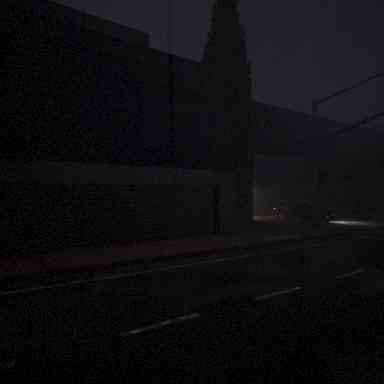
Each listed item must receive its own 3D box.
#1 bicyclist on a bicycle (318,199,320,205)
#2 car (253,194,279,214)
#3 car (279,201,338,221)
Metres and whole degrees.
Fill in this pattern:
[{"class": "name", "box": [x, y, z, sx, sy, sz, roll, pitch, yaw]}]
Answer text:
[{"class": "bicyclist on a bicycle", "box": [16.214, 1.303, 43.252, 1.656, 1.620, 0.582, 0, 0, -37]}, {"class": "car", "box": [7.469, 1.222, 35.764, 2.150, 2.045, 5.566, 0, 0, -37]}, {"class": "car", "box": [9.609, 1.564, 27.063, 1.994, 1.385, 4.181, 0, 0, -37]}]
